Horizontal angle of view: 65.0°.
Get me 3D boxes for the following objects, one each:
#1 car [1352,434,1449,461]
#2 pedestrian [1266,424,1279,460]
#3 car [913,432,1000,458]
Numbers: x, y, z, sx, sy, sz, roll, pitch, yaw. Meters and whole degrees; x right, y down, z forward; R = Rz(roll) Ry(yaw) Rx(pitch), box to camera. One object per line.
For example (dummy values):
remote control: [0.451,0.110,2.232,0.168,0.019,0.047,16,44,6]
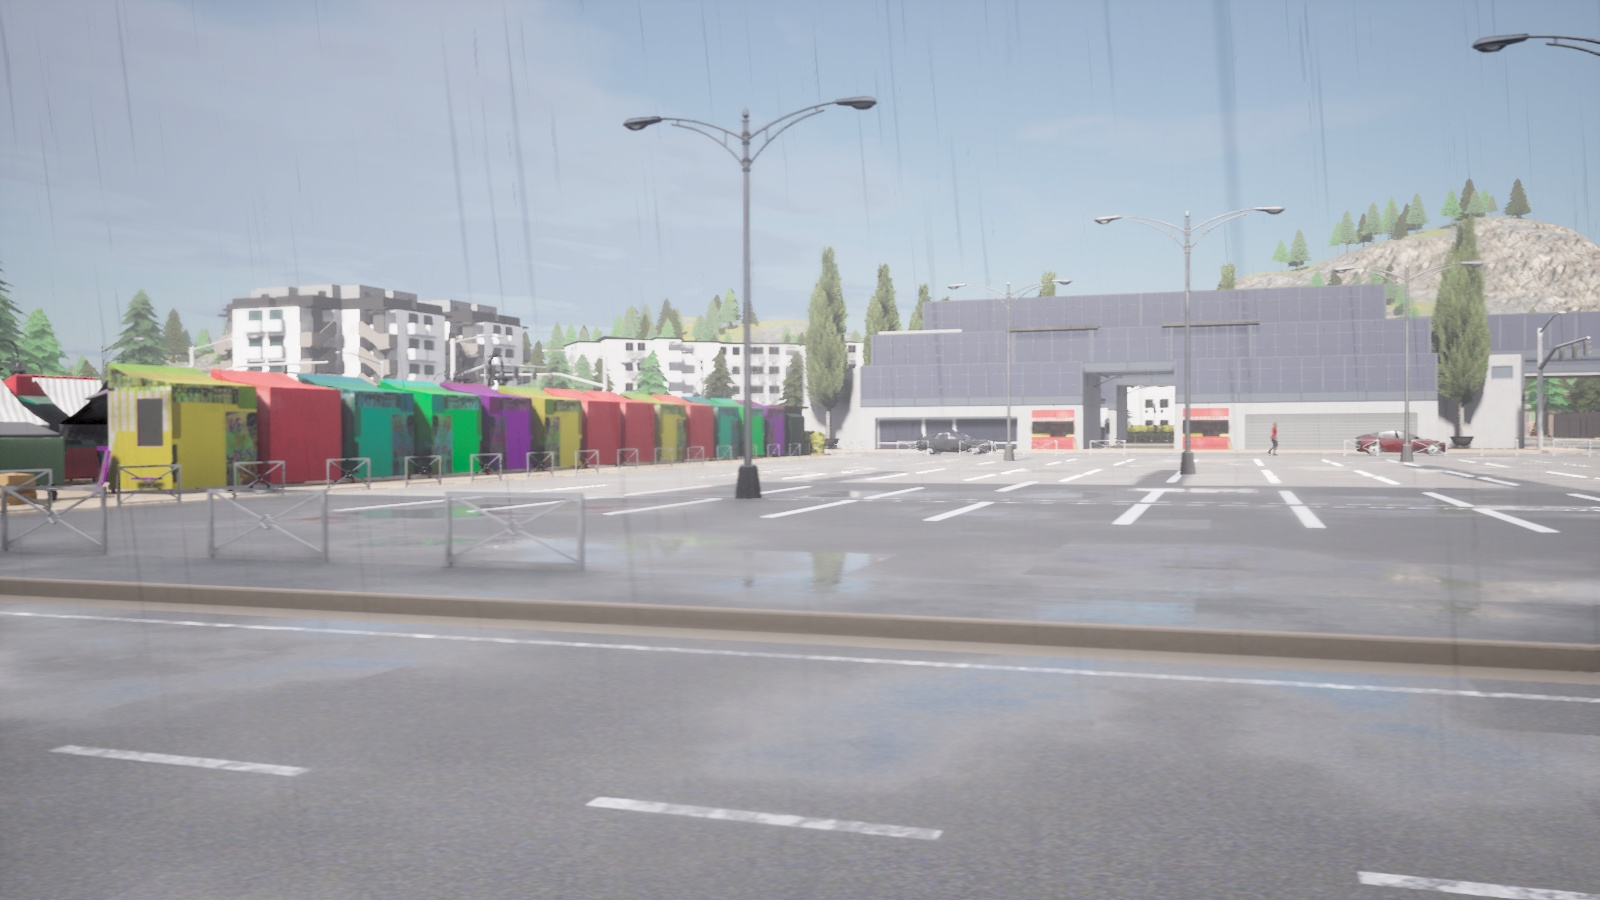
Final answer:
car: [34.115,-0.156,71.461,4.792,1.488,2.163,0,1,20]
pedestrian: [24.809,-0.426,65.929,0.636,1.846,0.331,0,1,16]
car: [9.583,-0.318,76.857,4.902,1.511,2.128,0,1,20]
